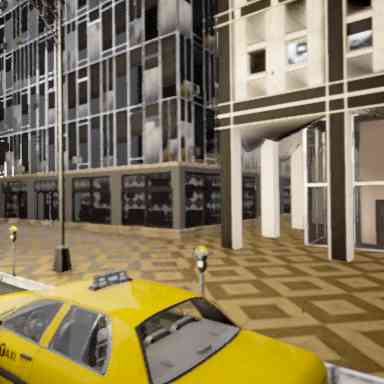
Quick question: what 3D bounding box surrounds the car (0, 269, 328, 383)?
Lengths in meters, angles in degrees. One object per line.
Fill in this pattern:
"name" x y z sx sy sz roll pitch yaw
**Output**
"car" -1.073 1.540 3.649 4.829 1.417 1.752 0 -1 35
